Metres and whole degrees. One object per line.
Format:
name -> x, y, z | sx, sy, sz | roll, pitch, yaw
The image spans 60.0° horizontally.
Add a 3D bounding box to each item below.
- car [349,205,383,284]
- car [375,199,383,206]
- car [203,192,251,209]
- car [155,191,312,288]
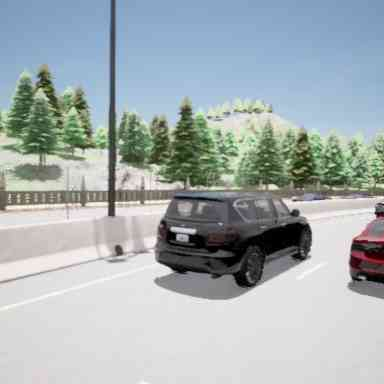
car -> 5.461, 1.326, 8.438 | 1.882, 1.535, 5.008 | 2, 2, 38
car -> 13.992, 1.099, 22.406 | 4.902, 1.511, 2.128 | -1, 2, -42
car -> 3.423, 0.740, 31.941 | 4.892, 1.490, 1.837 | 0, 2, -42
car -> 1.433, 1.005, 8.995 | 2.150, 2.045, 5.566 | 2, 2, 37
